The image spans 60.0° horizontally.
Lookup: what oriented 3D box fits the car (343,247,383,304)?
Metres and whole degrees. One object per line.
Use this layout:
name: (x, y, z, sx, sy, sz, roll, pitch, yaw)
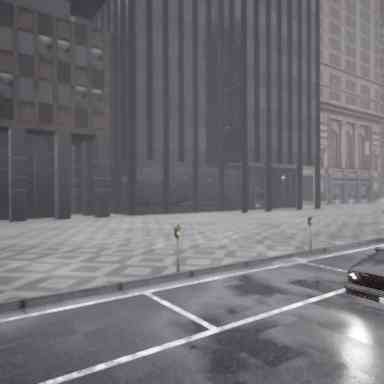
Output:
car: (5.602, 1.528, 7.377, 5.357, 1.411, 2.033, 0, 0, -35)
